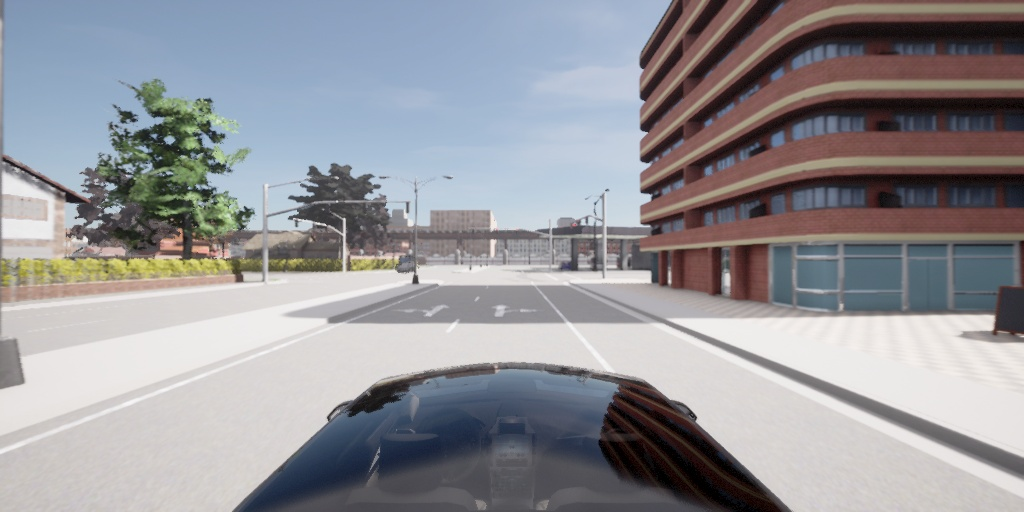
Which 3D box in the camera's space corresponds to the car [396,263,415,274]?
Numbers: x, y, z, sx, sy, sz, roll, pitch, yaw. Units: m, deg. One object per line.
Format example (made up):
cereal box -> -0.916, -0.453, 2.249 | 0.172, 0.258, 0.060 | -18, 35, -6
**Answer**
car -> -15.019, 1.741, 51.331 | 1.837, 1.490, 4.892 | 0, 1, 0
